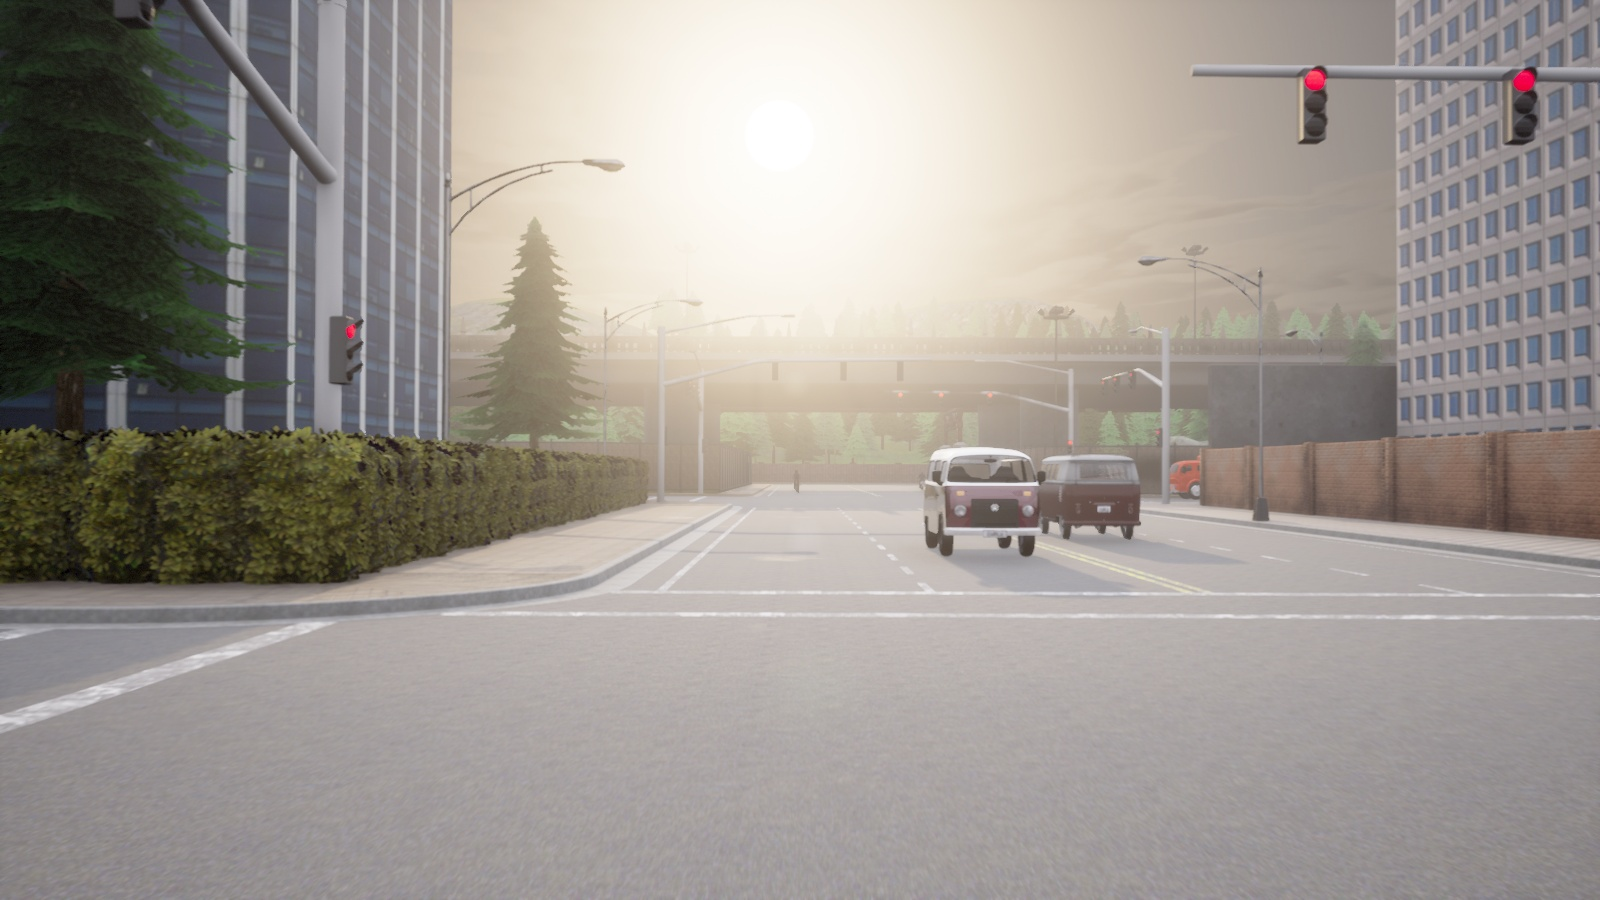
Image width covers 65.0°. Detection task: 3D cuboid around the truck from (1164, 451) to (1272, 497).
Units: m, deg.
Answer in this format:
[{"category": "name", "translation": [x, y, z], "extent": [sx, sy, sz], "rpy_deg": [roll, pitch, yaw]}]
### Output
[{"category": "truck", "translation": [23.554, 1.356, 70.959], "extent": [5.204, 2.467, 2.627], "rpy_deg": [-1, -1, 0]}]

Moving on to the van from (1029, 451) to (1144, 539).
[{"category": "van", "translation": [6.924, 1.055, 30.776], "extent": [1.775, 1.987, 4.442], "rpy_deg": [0, -1, 0]}]

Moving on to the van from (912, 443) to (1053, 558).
[{"category": "van", "translation": [3.439, 0.934, 24.479], "extent": [2.069, 2.038, 4.480], "rpy_deg": [0, -1, 0]}]
